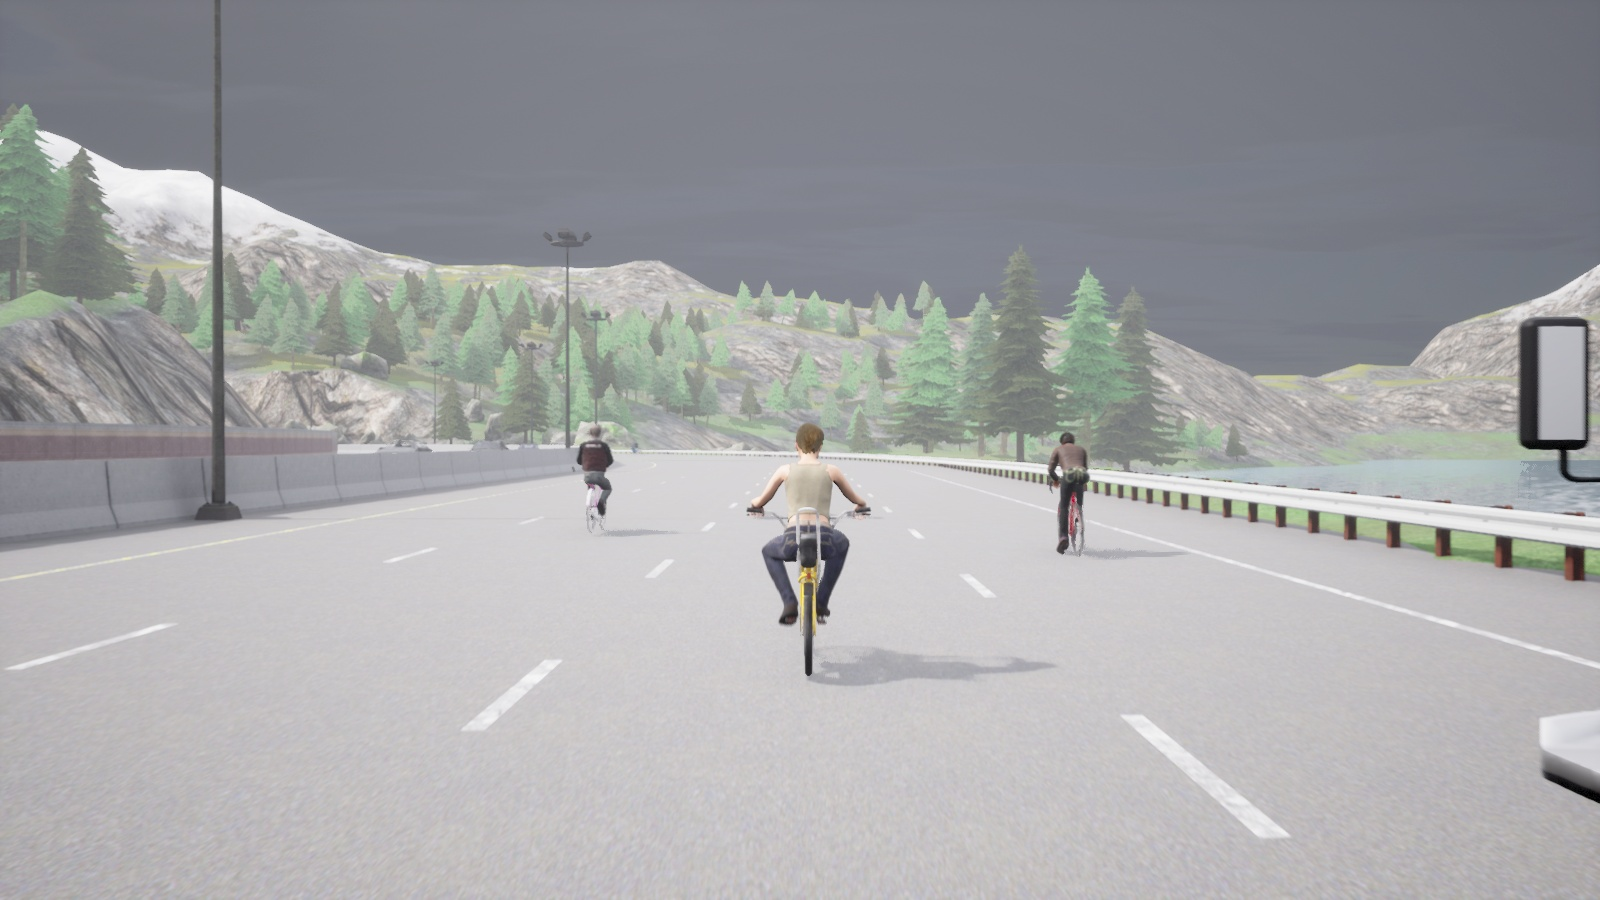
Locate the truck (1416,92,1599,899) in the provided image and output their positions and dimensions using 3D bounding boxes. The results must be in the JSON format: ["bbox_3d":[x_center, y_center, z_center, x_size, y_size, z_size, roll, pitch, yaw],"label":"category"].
[{"bbox_3d":[3.527,0.251,1.919,2.627,2.467,5.204,0,0,0],"label":"truck"}]

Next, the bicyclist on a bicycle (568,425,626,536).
[{"bbox_3d":[-3.366,0.484,20.991,0.659,1.776,1.843,0,1,0],"label":"bicyclist on a bicycle"}]

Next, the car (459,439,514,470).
[{"bbox_3d":[-17.238,0.231,69.283,2.033,1.649,4.856,0,0,-2],"label":"car"}]

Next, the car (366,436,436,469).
[{"bbox_3d":[-20.641,0.103,65.179,2.152,1.651,5.027,0,0,-1],"label":"car"}]

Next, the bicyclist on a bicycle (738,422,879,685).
[{"bbox_3d":[0.058,0.630,8.452,0.866,1.612,1.509,0,0,1],"label":"bicyclist on a bicycle"}]

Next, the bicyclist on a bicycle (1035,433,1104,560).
[{"bbox_3d":[3.611,0.597,16.926,0.582,1.620,1.656,0,0,0],"label":"bicyclist on a bicycle"}]
